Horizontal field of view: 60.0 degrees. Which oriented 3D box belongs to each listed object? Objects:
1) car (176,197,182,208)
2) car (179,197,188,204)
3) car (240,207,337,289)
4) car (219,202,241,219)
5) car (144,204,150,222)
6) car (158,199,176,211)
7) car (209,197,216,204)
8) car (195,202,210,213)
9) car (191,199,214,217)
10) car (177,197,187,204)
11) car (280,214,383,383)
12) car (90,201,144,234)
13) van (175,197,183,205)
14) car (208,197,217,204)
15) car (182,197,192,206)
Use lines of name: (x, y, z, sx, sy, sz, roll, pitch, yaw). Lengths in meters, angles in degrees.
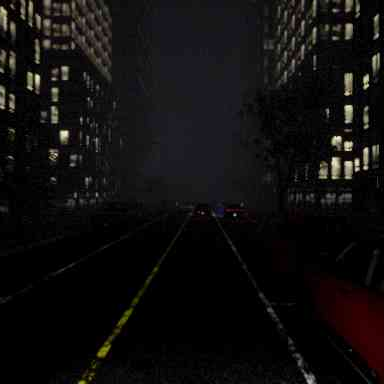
car: (-3.491, 2.139, 59.630, 2.008, 1.369, 4.403, 0, -1, 2)
car: (-2.448, 2.264, 92.966, 2.192, 1.841, 5.009, 0, -1, 2)
car: (2.839, 1.433, 9.387, 2.192, 1.841, 5.009, 0, -1, 2)
car: (4.017, 1.871, 32.982, 1.837, 1.490, 4.892, 0, -1, 2)
car: (-4.532, 1.673, 26.297, 1.967, 1.590, 4.097, 0, -1, 2)
car: (-3.838, 1.909, 48.520, 1.967, 1.590, 4.097, 0, -1, 2)
car: (4.906, 2.376, 76.050, 2.008, 1.369, 4.403, 0, -1, 2)
car: (1.473, 2.090, 46.539, 1.895, 1.301, 4.718, 0, -1, 2)
car: (1.163, 1.881, 35.878, 1.837, 1.490, 4.892, 0, 0, 2)
car: (-2.621, 2.204, 87.411, 2.192, 1.841, 5.009, 0, -1, 2)
car: (2.762, 1.376, 3.829, 2.192, 1.841, 5.009, 0, -1, 2)
car: (-4.705, 1.490, 20.743, 2.192, 1.841, 5.009, 0, -1, 2)
van: (-2.969, 2.109, 76.299, 1.690, 1.788, 3.998, 0, -1, 2)
car: (5.255, 2.261, 87.164, 2.192, 1.841, 5.009, 0, -1, 2)
car: (-0.586, 2.244, 70.429, 1.994, 1.385, 4.181, 0, -1, 2)
